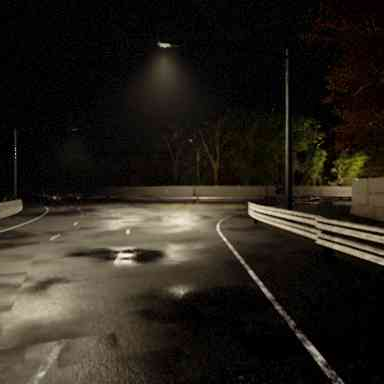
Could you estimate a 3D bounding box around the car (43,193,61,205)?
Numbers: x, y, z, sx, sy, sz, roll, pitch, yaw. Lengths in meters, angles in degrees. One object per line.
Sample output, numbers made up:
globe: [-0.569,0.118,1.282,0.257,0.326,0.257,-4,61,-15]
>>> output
car: [-23.364,1.125,55.409,2.150,2.045,5.566,0,0,-32]

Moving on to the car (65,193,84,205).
car: [-19.946,1.117,56.513,2.150,2.045,5.566,0,0,-32]

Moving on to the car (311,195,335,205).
car: [21.115,1.342,53.780,4.892,1.490,1.837,0,-1,-33]
